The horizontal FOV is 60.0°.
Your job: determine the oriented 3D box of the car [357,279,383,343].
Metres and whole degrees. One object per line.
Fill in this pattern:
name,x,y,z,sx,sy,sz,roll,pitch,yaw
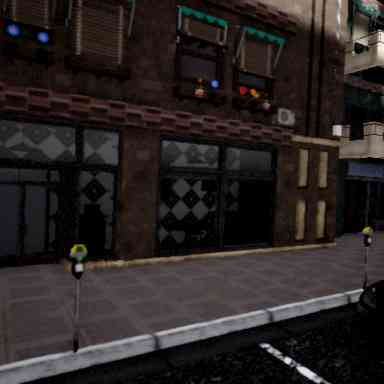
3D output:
car,4.470,1.549,5.117,4.313,1.339,1.947,1,2,-30
